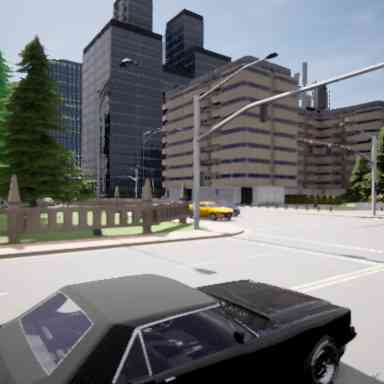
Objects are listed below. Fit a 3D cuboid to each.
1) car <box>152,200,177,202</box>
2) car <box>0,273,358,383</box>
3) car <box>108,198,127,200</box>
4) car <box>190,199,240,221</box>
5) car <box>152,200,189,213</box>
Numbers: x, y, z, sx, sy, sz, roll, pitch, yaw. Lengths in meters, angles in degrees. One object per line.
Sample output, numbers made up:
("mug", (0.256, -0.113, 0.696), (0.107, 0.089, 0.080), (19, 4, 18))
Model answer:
("car", (-3.938, 1.606, 36.475), (2.128, 1.511, 4.902), (0, 0, -35))
("car", (-0.262, 1.612, 3.576), (4.718, 1.301, 1.895), (0, 0, -35))
("car", (-11.347, 1.641, 46.910), (1.812, 1.442, 4.674), (0, 0, -36))
("car", (1.531, 1.592, 28.795), (1.882, 1.535, 5.008), (0, 0, -35))
("car", (-2.739, 1.684, 40.828), (2.033, 1.411, 5.357), (0, 0, -35))
